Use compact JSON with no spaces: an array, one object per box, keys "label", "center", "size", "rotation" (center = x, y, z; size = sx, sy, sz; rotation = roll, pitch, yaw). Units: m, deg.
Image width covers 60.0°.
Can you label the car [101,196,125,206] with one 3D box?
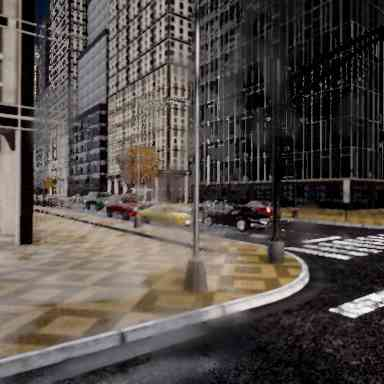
[{"label":"car","center":[-11.869,1.323,49.751],"size":[1.752,1.417,4.829],"rotation":[1,0,-36]}]

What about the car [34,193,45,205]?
[{"label":"car","center":[-21.884,1.255,49.206],"size":[2.008,1.369,4.403],"rotation":[1,0,-36]}]

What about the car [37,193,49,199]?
[{"label":"car","center":[-38.734,1.017,86.137],"size":[1.947,1.339,4.313],"rotation":[1,0,-36]}]

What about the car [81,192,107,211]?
[{"label":"car","center":[-10.345,1.051,37.953],"size":[2.150,2.045,5.566],"rotation":[0,0,-37]}]

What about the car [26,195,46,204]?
[{"label":"car","center":[-25.255,1.215,53.772],"size":[2.008,1.369,4.403],"rotation":[1,0,-36]}]

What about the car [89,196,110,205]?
[{"label":"car","center":[-15.139,1.304,54.180],"size":[1.887,1.381,4.507],"rotation":[1,0,-36]}]

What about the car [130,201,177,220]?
[{"label":"car","center":[-3.416,1.502,28.543],"size":[1.895,1.301,4.718],"rotation":[0,0,-36]}]

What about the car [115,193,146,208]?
[{"label":"car","center":[-8.395,1.151,45.050],"size":[2.192,1.841,5.009],"rotation":[1,0,-36]}]

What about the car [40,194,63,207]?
[{"label":"car","center":[-18.513,1.288,44.641],"size":[1.887,1.381,4.507],"rotation":[1,0,-36]}]

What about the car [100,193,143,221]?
[{"label":"car","center":[-5.107,1.203,26.319],"size":[2.192,1.841,5.009],"rotation":[1,0,-36]}]

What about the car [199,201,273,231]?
[{"label":"car","center":[2.613,1.466,20.378],"size":[1.837,1.490,4.892],"rotation":[0,0,-36]}]

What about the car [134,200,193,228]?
[{"label":"car","center":[-1.660,1.448,21.596],"size":[1.752,1.417,4.829],"rotation":[1,0,-36]}]

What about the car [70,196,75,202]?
[{"label":"car","center":[-21.981,1.202,63.448],"size":[1.752,1.417,4.829],"rotation":[1,0,-36]}]

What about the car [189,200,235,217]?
[{"label":"car","center":[1.792,1.496,31.414],"size":[2.008,1.369,4.403],"rotation":[1,0,-36]}]

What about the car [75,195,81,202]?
[{"label":"car","center":[-18.509,1.270,58.744],"size":[2.008,1.369,4.403],"rotation":[1,0,-36]}]

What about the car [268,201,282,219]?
[{"label":"car","center":[5.191,1.419,26.865],"size":[1.967,1.590,4.097],"rotation":[1,0,-36]}]
